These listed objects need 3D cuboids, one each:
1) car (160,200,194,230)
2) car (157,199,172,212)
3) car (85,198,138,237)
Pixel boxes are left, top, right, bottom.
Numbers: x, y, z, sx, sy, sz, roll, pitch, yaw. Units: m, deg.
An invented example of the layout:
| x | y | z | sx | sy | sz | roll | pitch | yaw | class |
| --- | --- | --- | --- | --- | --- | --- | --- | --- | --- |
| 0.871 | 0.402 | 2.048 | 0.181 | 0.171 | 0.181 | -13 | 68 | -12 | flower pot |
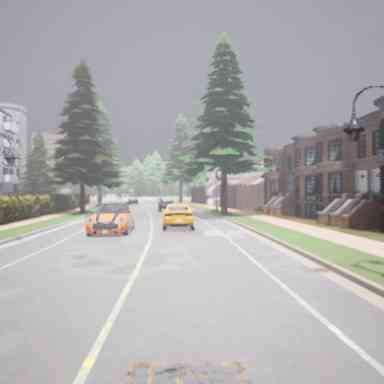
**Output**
| x | y | z | sx | sy | sz | roll | pitch | yaw | class |
| --- | --- | --- | --- | --- | --- | --- | --- | --- | --- |
| -0.946 | 1.511 | 21.578 | 1.882 | 1.535 | 5.008 | 0 | 0 | -5 | car |
| -3.109 | 1.556 | 40.034 | 2.128 | 1.511 | 4.902 | 0 | 0 | -8 | car |
| -4.414 | 1.390 | 18.471 | 2.097 | 1.767 | 4.553 | 0 | 0 | -4 | car |
